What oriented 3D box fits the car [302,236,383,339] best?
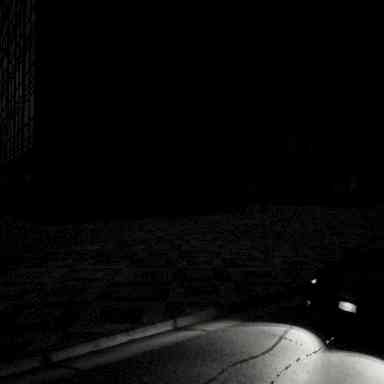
[{"bbox_3d":[3.991,1.567,6.229,4.181,1.385,1.994,0,0,-36],"label":"car"}]
